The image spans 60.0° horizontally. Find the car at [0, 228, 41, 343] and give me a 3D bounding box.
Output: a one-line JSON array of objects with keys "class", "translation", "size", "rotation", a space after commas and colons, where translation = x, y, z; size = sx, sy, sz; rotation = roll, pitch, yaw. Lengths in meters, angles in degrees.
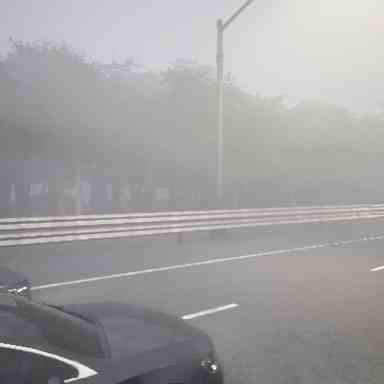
[{"class": "car", "translation": [-4.894, 1.489, 4.541], "size": [4.892, 1.490, 1.837], "rotation": [0, 0, -36]}]

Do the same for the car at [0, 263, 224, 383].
[{"class": "car", "translation": [-1.953, 1.498, 2.338], "size": [4.892, 1.490, 1.837], "rotation": [0, 0, -36]}]
